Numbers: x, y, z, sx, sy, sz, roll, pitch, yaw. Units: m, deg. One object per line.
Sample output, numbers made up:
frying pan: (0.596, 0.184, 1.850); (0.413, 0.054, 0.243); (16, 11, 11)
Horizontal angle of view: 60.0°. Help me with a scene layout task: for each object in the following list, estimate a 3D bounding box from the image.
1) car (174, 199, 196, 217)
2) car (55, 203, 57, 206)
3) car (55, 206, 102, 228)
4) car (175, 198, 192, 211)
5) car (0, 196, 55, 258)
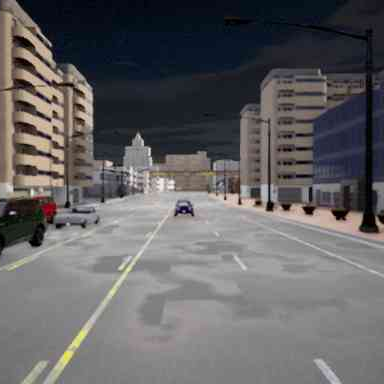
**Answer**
car: (-0.758, 1.611, 32.799); (1.812, 1.442, 4.674); (0, 0, -1)
car: (-11.151, 1.316, 22.938); (2.150, 2.045, 5.566); (0, 0, -1)
car: (-7.638, 1.678, 22.630); (1.895, 1.301, 4.718); (0, 0, -1)
car: (-1.076, 1.621, 43.775); (2.128, 1.511, 4.902); (0, 0, -1)
car: (-7.378, 1.259, 12.387); (2.150, 2.045, 5.566); (0, 0, -2)
